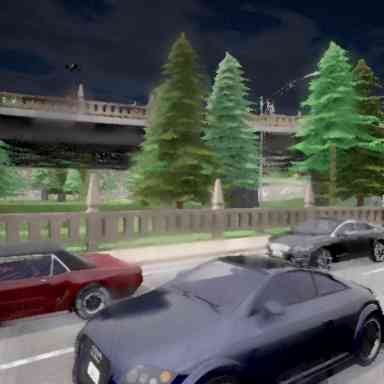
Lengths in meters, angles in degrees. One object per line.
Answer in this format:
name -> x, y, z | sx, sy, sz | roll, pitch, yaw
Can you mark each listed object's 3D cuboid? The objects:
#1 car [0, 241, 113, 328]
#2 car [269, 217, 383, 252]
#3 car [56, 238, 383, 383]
car -> -3.360, 1.608, 5.840 | 4.718, 1.301, 1.895 | 1, 0, -35
car -> 4.635, 1.604, 11.165 | 4.902, 1.511, 2.128 | 1, 0, -32
car -> 0.684, 1.597, 4.371 | 4.181, 1.385, 1.994 | 1, 0, -35
